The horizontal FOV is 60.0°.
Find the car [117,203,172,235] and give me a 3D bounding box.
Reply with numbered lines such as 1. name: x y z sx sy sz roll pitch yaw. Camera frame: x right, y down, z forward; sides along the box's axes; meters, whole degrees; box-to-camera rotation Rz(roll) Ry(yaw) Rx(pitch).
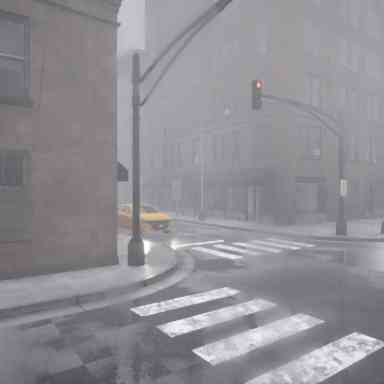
1. car: -2.931 1.382 18.392 1.882 1.535 5.008 0 0 -34
